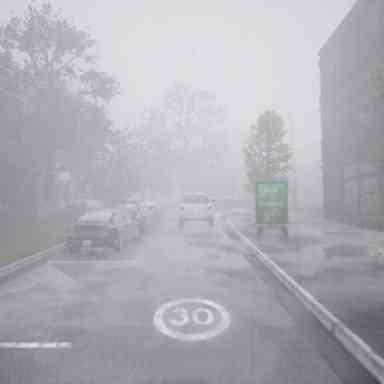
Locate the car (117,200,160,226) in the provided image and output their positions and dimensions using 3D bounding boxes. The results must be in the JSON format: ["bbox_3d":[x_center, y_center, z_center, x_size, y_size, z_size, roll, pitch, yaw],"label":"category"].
[{"bbox_3d":[-3.403,1.258,19.172,2.185,1.767,4.553,-1,1,2],"label":"car"}]

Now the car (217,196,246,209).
[{"bbox_3d":[4.725,1.263,40.665,1.837,1.490,4.892,-2,-1,24],"label":"car"}]

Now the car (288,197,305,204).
[{"bbox_3d":[19.138,1.663,62.777,4.892,1.521,2.231,1,-4,-32],"label":"car"}]

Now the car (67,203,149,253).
[{"bbox_3d":[-3.404,1.422,13.463,2.231,1.521,4.892,0,0,2],"label":"car"}]

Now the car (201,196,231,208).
[{"bbox_3d":[3.409,1.390,46.424,2.231,1.521,4.892,-2,-1,29],"label":"car"}]

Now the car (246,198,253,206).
[{"bbox_3d":[6.847,1.443,51.170,2.097,1.535,5.008,-3,-3,36],"label":"car"}]

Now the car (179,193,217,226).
[{"bbox_3d":[0.388,1.079,22.222,2.150,2.045,5.566,0,1,4],"label":"car"}]

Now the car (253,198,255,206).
[{"bbox_3d":[10.376,1.527,55.618,2.231,1.521,4.892,-4,-3,42],"label":"car"}]
